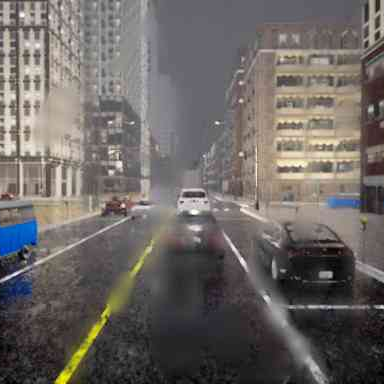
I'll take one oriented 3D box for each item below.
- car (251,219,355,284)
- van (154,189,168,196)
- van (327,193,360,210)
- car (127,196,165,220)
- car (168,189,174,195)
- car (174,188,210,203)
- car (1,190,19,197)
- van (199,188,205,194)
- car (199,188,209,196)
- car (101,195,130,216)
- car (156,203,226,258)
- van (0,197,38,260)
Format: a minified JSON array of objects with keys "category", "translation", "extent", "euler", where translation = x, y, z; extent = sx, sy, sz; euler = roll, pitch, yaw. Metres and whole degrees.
[{"category":"car","translation":[2.691,1.388,8.860],"extent":[2.008,1.369,4.403],"euler":[0,1,0]},{"category":"van","translation":[-5.682,0.305,58.270],"extent":[1.690,1.788,3.998],"euler":[0,1,0]},{"category":"van","translation":[16.935,1.048,36.535],"extent":[3.998,1.788,1.690],"euler":[1,0,0]},{"category":"car","translation":[-2.997,1.183,23.237],"extent":[1.895,1.301,4.718],"euler":[0,1,0]},{"category":"car","translation":[-5.679,0.109,80.304],"extent":[1.752,1.417,4.829],"euler":[0,1,0]},{"category":"car","translation":[0.109,0.791,23.880],"extent":[2.150,2.045,5.566],"euler":[0,1,0]},{"category":"car","translation":[-21.126,0.412,36.579],"extent":[4.097,1.590,1.967],"euler":[1,0,0]},{"category":"van","translation":[2.702,-0.269,91.571],"extent":[1.690,1.788,3.998],"euler":[0,1,0]},{"category":"car","translation":[2.700,-0.009,74.920],"extent":[2.192,1.841,5.009],"euler":[0,1,0]},{"category":"car","translation":[-5.688,0.975,25.803],"extent":[1.967,1.590,4.097],"euler":[0,1,0]},{"category":"car","translation":[0.103,1.334,11.727],"extent":[2.033,1.411,5.357],"euler":[0,1,0]},{"category":"van","translation":[-5.690,1.179,8.858],"extent":[1.690,1.788,3.998],"euler":[0,1,0]}]
